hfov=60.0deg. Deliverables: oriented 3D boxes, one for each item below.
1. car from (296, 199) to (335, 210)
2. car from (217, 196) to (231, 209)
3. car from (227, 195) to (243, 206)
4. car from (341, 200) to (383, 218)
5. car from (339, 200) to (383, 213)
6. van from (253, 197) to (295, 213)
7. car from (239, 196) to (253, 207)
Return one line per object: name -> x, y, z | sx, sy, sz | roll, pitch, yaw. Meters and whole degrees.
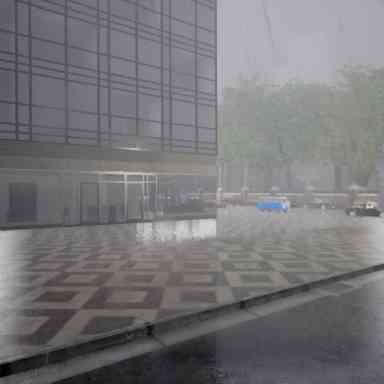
car -> 16.317, 1.584, 43.119 | 2.008, 1.369, 4.403 | -1, 0, -35
car -> 2.985, 1.685, 47.222 | 1.887, 1.381, 4.507 | -1, 0, -35
car -> 6.756, 1.400, 56.661 | 2.192, 1.841, 5.009 | -1, 0, -35
car -> 15.730, 1.593, 29.165 | 2.008, 1.369, 4.403 | -1, 0, -35
car -> 19.503, 1.588, 38.605 | 1.802, 1.307, 4.206 | -1, 0, -35
van -> 9.355, 1.441, 38.193 | 1.690, 1.788, 3.998 | -1, 0, -35
car -> 9.944, 1.655, 52.148 | 1.802, 1.307, 4.206 | -1, 0, -35
